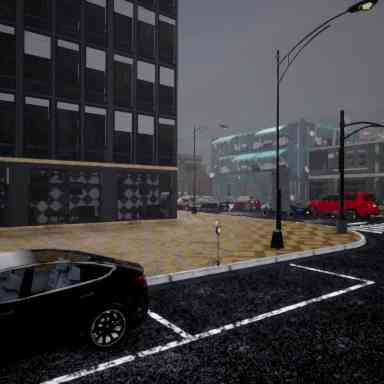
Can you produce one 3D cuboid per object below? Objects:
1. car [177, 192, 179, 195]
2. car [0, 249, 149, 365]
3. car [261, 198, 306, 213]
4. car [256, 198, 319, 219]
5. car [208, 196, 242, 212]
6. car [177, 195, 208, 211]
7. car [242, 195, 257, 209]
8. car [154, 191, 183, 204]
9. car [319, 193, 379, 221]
[{"bbox_3d":[-0.496,1.101,47.638,2.008,1.369,4.403,1,0,-36],"label":"car"},{"bbox_3d":[-2.680,1.566,4.643,4.313,1.339,1.947,0,0,-35],"label":"car"},{"bbox_3d":[9.339,1.340,34.217,1.802,1.307,4.206,1,0,-36],"label":"car"},{"bbox_3d":[7.592,1.355,26.790,1.994,1.385,4.181,0,1,-36],"label":"car"},{"bbox_3d":[2.354,1.172,33.944,2.128,1.511,4.902,0,1,-36],"label":"car"},{"bbox_3d":[-0.699,1.231,33.738,1.802,1.307,4.206,1,0,-36],"label":"car"},{"bbox_3d":[6.062,1.130,38.692,1.967,1.590,4.097,1,0,-36],"label":"car"},{"bbox_3d":[-3.769,0.794,52.111,2.192,1.841,5.009,1,0,-36],"label":"car"},{"bbox_3d":[11.658,1.058,26.241,2.150,2.045,5.566,0,1,-35],"label":"car"}]
